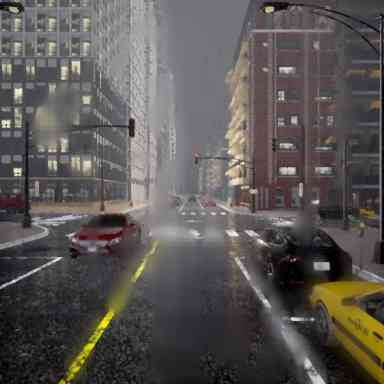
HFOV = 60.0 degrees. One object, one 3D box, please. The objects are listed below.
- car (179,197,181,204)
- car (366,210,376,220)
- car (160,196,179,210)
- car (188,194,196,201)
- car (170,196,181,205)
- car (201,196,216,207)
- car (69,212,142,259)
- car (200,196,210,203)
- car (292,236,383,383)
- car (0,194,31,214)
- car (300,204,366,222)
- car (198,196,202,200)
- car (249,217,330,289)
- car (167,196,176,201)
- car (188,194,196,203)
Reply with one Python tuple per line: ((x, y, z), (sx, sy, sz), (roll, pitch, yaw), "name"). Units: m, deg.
((-3.080, 1.628, 53.285), (1.994, 1.385, 4.181), (0, 0, 1), "car")
((14.645, 1.865, 31.314), (4.829, 1.417, 1.752), (1, -1, 0), "car")
((-3.116, 1.596, 43.265), (2.033, 1.411, 5.357), (0, 0, -4), "car")
((0.005, 1.302, 83.570), (2.097, 1.767, 4.553), (0, 0, 0), "car")
((-3.051, 1.585, 63.700), (1.837, 1.490, 4.892), (0, 0, 0), "car")
((2.744, 1.642, 50.998), (1.802, 1.307, 4.206), (0, 0, 0), "car")
((-3.079, 1.538, 12.731), (1.812, 1.442, 4.674), (0, 0, 1), "car")
((2.695, 1.641, 69.563), (2.008, 1.369, 4.403), (0, 0, 0), "car")
((2.693, 1.529, 3.462), (1.752, 1.417, 4.829), (0, 0, 0), "car")
((-17.691, 1.058, 31.038), (5.009, 1.841, 2.192), (1, -1, 0), "car")
((11.874, 1.784, 28.686), (4.892, 1.490, 1.837), (1, 0, 0), "car")
((2.694, 1.632, 63.915), (2.008, 1.369, 4.403), (0, 0, 0), "car")
((2.693, 1.575, 8.975), (1.947, 1.339, 4.313), (0, 0, 0), "car")
((-5.685, 1.682, 92.158), (2.008, 1.369, 4.403), (0, 0, 0), "car")
((0.004, 1.613, 73.597), (1.812, 1.442, 4.674), (0, 0, 0), "car")
